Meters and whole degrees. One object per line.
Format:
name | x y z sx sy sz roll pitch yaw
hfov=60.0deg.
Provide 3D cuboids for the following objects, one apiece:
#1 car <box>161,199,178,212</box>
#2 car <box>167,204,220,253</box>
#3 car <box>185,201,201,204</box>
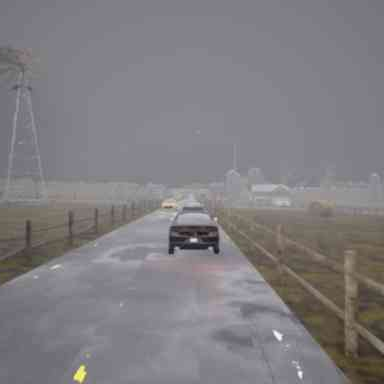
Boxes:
car | -2.843 1.665 42.691 1.882 1.535 5.008 0 -1 0
car | 0.077 1.504 13.887 1.882 1.535 5.008 0 0 0
car | 0.080 1.561 29.189 1.882 1.535 5.008 0 0 0
